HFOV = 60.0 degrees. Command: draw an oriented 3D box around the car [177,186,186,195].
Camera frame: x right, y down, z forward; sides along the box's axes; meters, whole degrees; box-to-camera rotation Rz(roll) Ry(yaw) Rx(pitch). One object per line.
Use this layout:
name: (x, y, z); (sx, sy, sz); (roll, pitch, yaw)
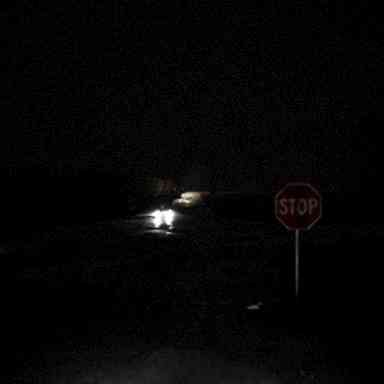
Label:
car: (-2.773, -0.438, 81.011); (2.150, 2.045, 5.566); (0, 1, 0)

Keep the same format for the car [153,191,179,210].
car: (-2.762, 1.044, 33.323); (2.128, 1.511, 4.902); (0, 2, 0)

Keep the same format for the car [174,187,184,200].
car: (-2.765, 0.491, 56.228); (1.882, 1.535, 5.008); (0, 3, 0)
